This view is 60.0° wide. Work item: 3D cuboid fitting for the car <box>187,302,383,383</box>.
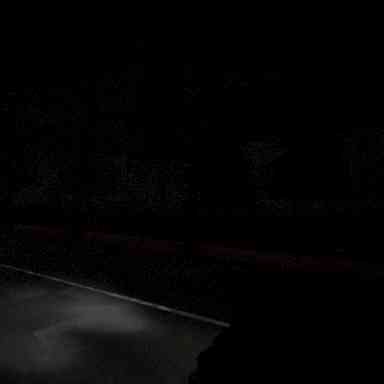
[{"bbox_3d":[2.295,1.601,2.355,4.718,1.301,1.895,0,0,35],"label":"car"}]
